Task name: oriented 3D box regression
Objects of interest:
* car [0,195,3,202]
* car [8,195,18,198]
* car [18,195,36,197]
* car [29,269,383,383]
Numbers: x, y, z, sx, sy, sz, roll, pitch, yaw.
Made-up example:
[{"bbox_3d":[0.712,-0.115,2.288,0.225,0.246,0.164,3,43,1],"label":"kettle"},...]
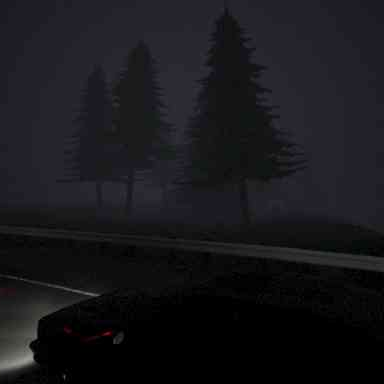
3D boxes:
[{"bbox_3d":[-46.098,1.525,76.863,2.128,1.511,4.902,0,0,1],"label":"car"},{"bbox_3d":[-42.649,1.540,79.792,2.033,1.411,5.357,0,0,1],"label":"car"},{"bbox_3d":[-39.160,1.540,80.640,2.033,1.411,5.357,0,0,1],"label":"car"},{"bbox_3d":[0.684,1.547,3.241,5.357,1.411,2.033,0,0,34],"label":"car"}]
